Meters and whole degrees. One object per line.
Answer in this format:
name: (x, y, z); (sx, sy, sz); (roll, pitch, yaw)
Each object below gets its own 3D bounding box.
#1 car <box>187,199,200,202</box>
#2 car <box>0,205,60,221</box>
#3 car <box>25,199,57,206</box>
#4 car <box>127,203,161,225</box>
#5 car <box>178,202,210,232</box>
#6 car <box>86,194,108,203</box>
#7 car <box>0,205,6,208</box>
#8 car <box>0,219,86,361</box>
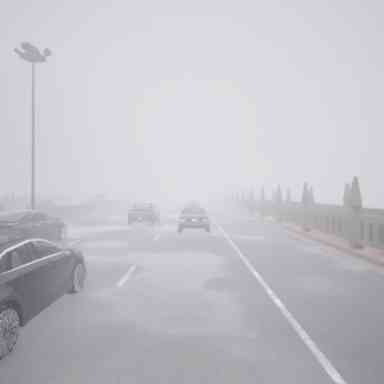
car: (0.118, 1.598, 41.724); (1.812, 1.442, 4.674); (0, 0, 0)
car: (-6.895, 1.515, 13.986); (1.837, 1.490, 4.892); (0, 0, 0)
car: (-17.542, 1.541, 38.764); (1.882, 1.535, 5.008); (0, -1, 0)
car: (-3.390, 1.518, 24.016); (2.128, 1.511, 4.902); (0, 0, 0)
car: (0.108, 1.567, 20.240); (2.033, 1.411, 5.357); (0, 0, 0)
car: (-13.984, 1.314, 49.413); (2.150, 2.045, 5.566); (0, 0, 0)
car: (-21.050, 1.650, 33.732); (1.895, 1.301, 4.718); (0, 0, 0)
car: (-3.397, 1.494, 5.870); (2.128, 1.511, 4.902); (0, 0, 0)
